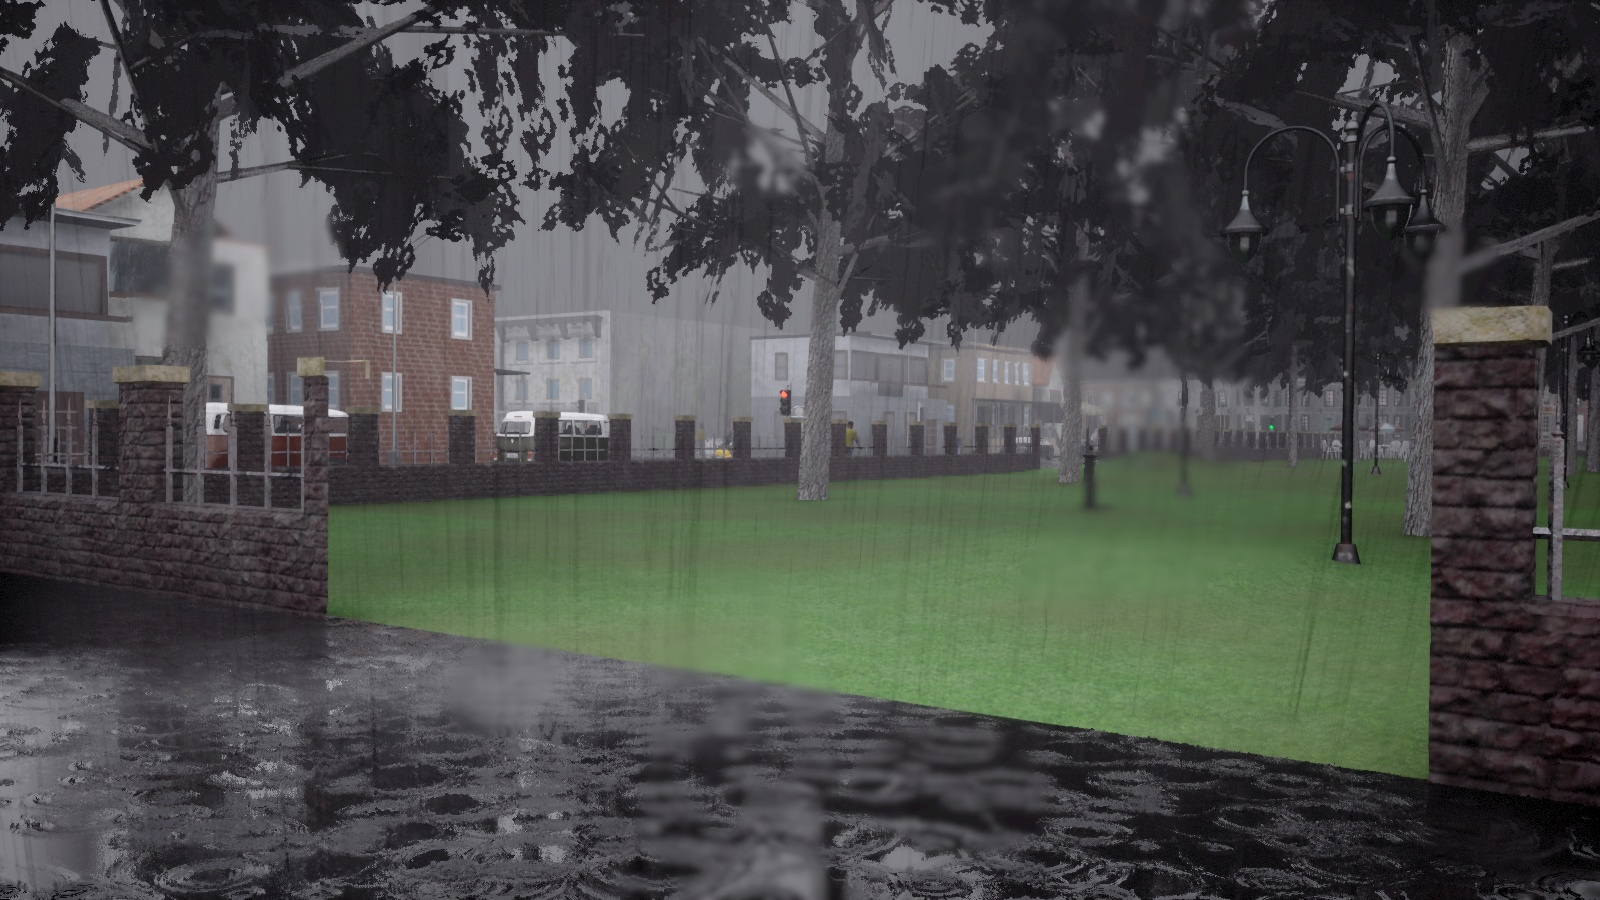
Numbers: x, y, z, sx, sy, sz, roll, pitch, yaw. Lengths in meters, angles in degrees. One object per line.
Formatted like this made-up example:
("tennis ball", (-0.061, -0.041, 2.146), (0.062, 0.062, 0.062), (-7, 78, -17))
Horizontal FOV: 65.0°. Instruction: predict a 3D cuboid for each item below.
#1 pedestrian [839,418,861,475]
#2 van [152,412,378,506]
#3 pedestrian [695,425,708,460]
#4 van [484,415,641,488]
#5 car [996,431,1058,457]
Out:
("pedestrian", (1.618, -0.128, 40.573), (0.354, 1.836, 0.706), (0, 1, 35))
("van", (-12.479, 0.164, 29.562), (2.069, 2.038, 4.480), (0, 1, 33))
("pedestrian", (-5.225, -0.420, 66.560), (0.431, 1.840, 0.709), (-1, 1, -27))
("van", (-7.002, 0.007, 37.457), (2.069, 2.038, 4.480), (0, 1, 33))
("car", (13.397, -0.373, 73.902), (1.812, 1.442, 4.674), (0, 1, 35))
